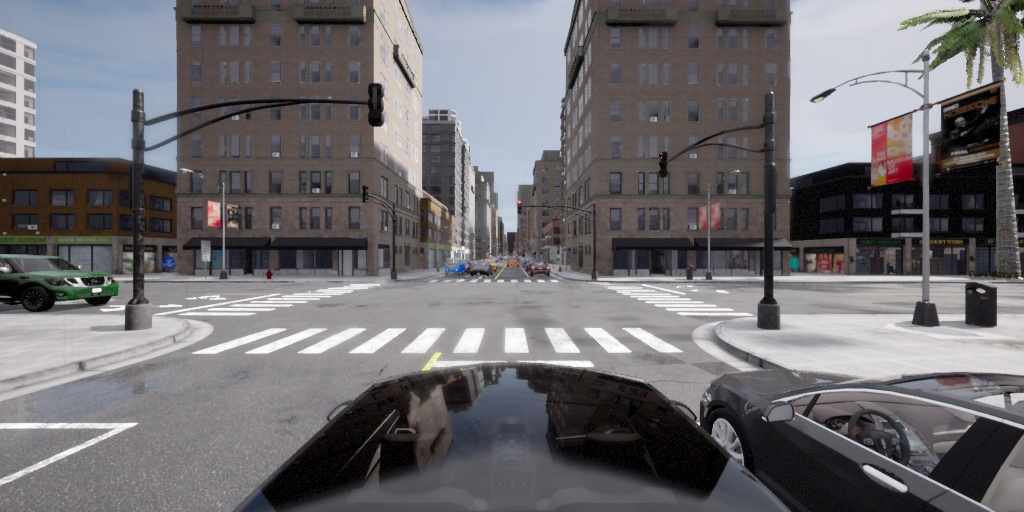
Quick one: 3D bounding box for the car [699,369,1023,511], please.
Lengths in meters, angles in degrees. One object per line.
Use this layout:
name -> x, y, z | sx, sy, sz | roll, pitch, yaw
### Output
car -> 2.668, 1.300, 1.778 | 2.007, 1.370, 4.403 | 0, 0, 0

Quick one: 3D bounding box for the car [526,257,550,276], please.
car -> 2.742, 1.191, 36.428 | 1.967, 1.591, 4.097 | 0, 0, 0

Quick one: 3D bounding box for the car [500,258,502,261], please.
car -> -2.967, 1.353, 57.400 | 1.895, 1.301, 4.718 | 0, 0, 0

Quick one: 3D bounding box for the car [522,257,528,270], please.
car -> 2.769, 1.192, 47.766 | 1.967, 1.591, 4.097 | 0, 0, 0

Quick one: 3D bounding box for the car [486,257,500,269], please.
car -> -3.001, 1.230, 47.087 | 1.882, 1.535, 5.008 | 0, 0, 0

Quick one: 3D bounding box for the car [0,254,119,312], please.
car -> -18.522, 0.949, 13.593 | 5.566, 2.045, 2.150 | 0, 0, 0

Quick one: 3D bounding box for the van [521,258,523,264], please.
van -> 2.796, 1.093, 59.105 | 1.690, 1.789, 3.998 | 0, 0, 0

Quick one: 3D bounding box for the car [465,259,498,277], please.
car -> -2.999, 1.299, 36.636 | 2.033, 1.411, 5.357 | 0, 0, 4

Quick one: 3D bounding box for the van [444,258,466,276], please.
van -> -5.784, 1.092, 36.446 | 1.690, 1.789, 3.998 | 0, 0, 0
